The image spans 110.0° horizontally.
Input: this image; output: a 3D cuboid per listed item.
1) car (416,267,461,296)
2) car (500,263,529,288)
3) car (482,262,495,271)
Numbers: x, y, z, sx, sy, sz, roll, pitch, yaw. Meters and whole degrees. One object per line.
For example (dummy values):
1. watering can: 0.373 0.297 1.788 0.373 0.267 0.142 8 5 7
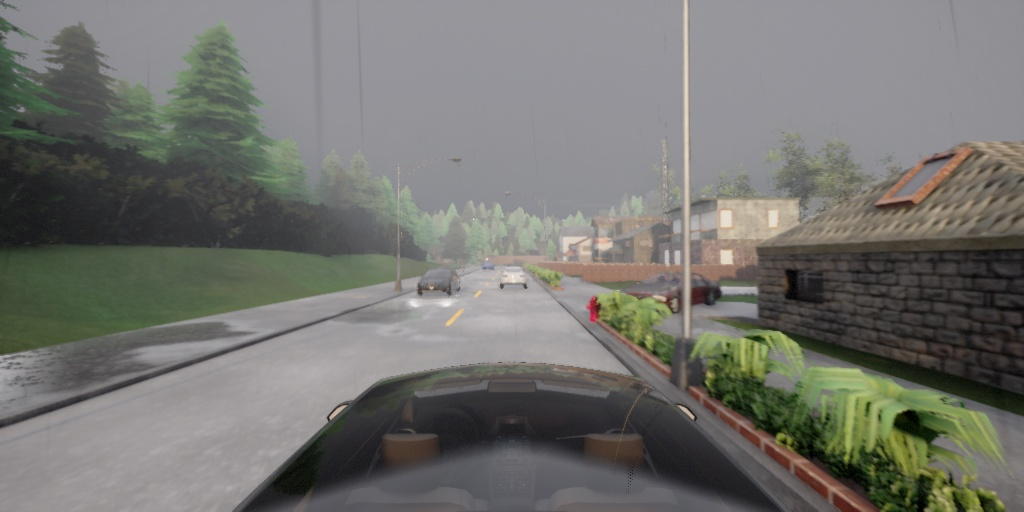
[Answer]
1. car: -4.089 1.423 20.621 1.837 1.490 4.892 0 -1 0
2. car: 0.113 1.488 25.910 1.812 1.442 4.674 0 0 0
3. car: -3.957 1.748 60.641 1.882 1.535 5.008 0 0 1
